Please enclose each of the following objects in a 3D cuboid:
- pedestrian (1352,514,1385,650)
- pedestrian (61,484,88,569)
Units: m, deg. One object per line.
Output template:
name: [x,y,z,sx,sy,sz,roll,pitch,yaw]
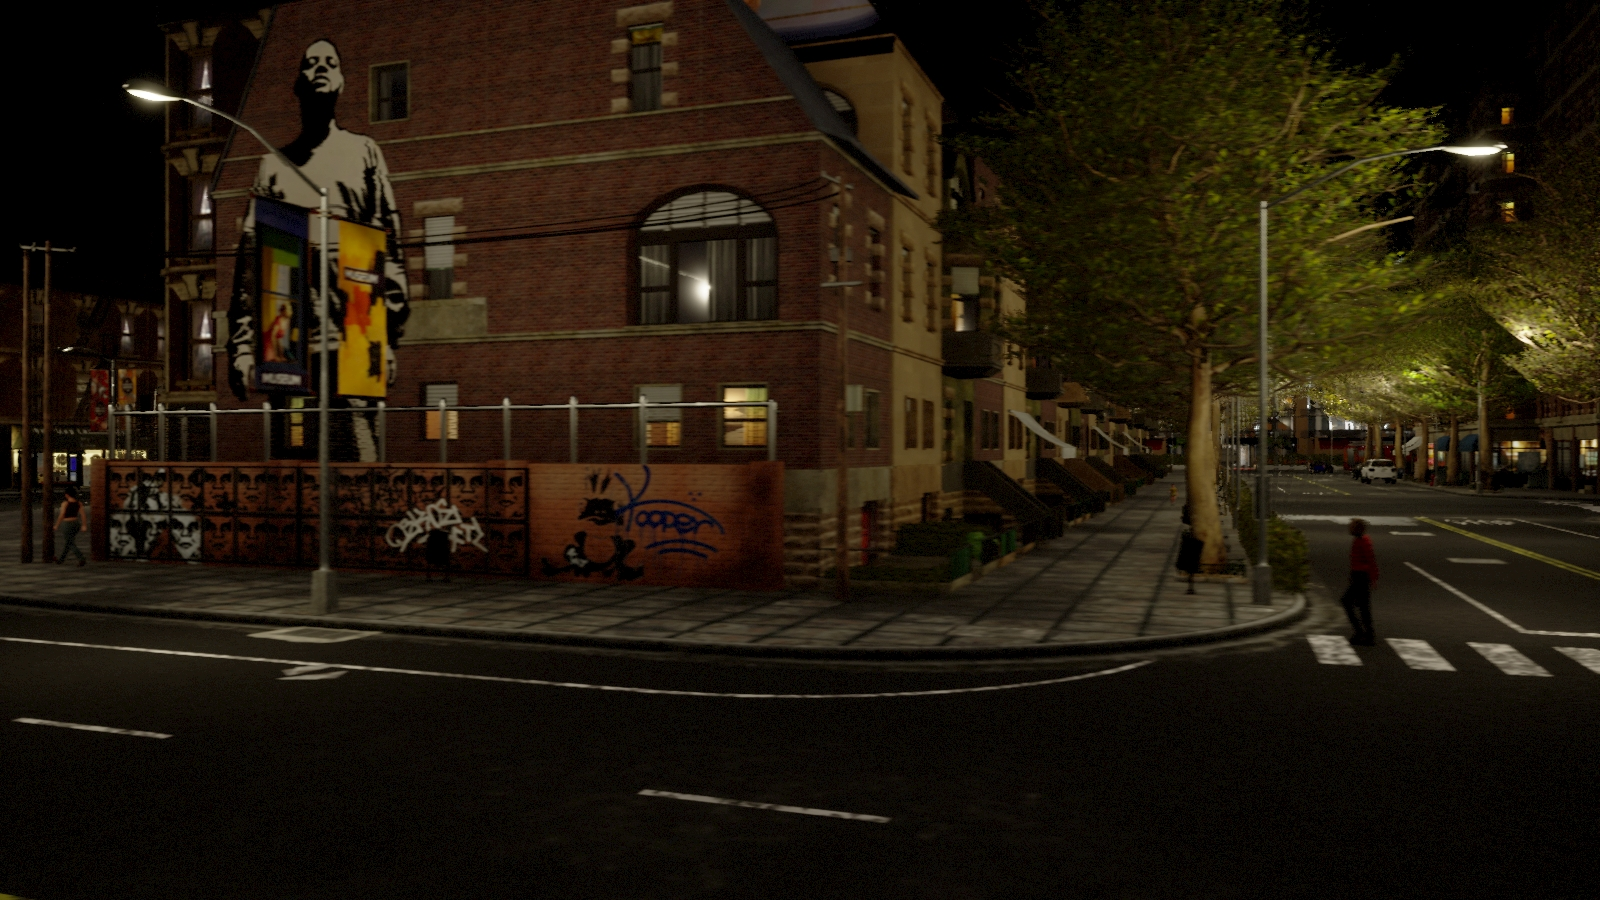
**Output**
pedestrian: [8.024,1.849,16.134,0.375,1.860,0.375,0,0,21]
pedestrian: [-16.246,1.700,25.581,0.375,1.860,0.375,0,0,24]
